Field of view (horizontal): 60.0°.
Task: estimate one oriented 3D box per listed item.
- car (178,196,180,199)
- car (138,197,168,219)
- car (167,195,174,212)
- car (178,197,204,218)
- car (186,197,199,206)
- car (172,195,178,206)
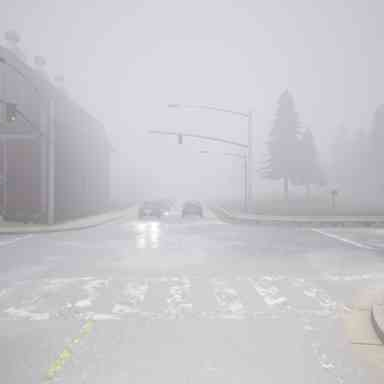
[{"bbox_3d":[-3.448,1.195,65.655,1.882,1.535,5.008,0,0,0],"label":"car"},{"bbox_3d":[-3.577,1.492,29.636,2.128,1.511,4.902,0,0,0],"label":"car"},{"bbox_3d":[-3.567,1.505,39.801,1.837,1.490,4.892,0,0,0],"label":"car"},{"bbox_3d":[0.024,1.492,30.452,2.128,1.511,4.902,0,0,0],"label":"car"},{"bbox_3d":[0.044,1.547,55.918,2.033,1.411,5.357,0,0,0],"label":"car"},{"bbox_3d":[-3.550,1.526,50.364,1.812,1.442,4.674,0,0,0],"label":"car"}]
